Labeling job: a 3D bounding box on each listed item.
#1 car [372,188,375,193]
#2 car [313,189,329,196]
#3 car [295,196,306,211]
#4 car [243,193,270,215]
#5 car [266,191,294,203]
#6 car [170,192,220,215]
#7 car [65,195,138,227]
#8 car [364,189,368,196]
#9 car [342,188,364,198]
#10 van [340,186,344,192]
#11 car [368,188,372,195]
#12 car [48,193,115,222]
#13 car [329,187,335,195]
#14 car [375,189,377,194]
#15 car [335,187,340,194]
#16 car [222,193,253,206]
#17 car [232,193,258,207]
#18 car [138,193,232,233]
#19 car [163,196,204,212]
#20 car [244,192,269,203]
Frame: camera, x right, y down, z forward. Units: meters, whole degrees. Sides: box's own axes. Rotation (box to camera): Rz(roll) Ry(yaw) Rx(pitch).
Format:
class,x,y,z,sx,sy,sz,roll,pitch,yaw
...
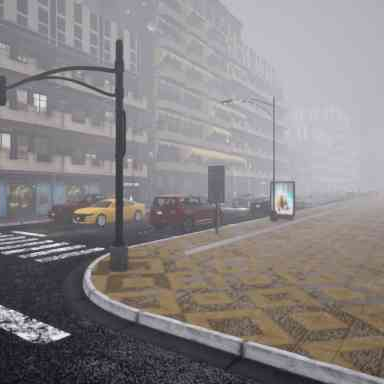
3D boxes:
class,x,y,z,sx,sy,sz,roll,pitch,yaw
car,37.927,-0.009,72.314,1.887,1.381,4.507,1,2,35
car,27.838,-0.021,72.498,1.967,1.590,4.097,2,2,35
car,9.350,0.967,31.378,1.947,1.339,4.313,1,2,35
car,6.175,1.071,26.829,1.947,1.339,4.313,1,2,35
car,12.082,0.635,45.340,2.128,1.511,4.902,0,1,35
car,0.337,0.882,28.604,2.097,1.767,4.553,0,1,35
car,-5.049,1.183,20.883,1.882,1.535,5.008,0,1,34
car,31.577,0.100,63.214,1.967,1.590,4.097,1,2,35
car,28.402,0.311,58.669,1.887,1.381,4.507,1,2,35
van,37.363,-0.442,86.138,1.690,1.788,3.998,2,2,35
car,34.752,0.098,67.765,1.887,1.381,4.507,1,2,35
car,-7.079,1.014,22.472,2.192,1.841,5.009,1,2,35
car,31.012,-0.023,77.049,1.887,1.381,4.507,2,2,35
car,44.277,-0.218,81.411,2.008,1.369,4.403,1,2,35
car,34.188,-0.235,81.593,1.967,1.590,4.097,2,2,35
car,5.617,0.832,40.669,2.008,1.369,4.403,1,2,35
car,6.077,0.846,36.815,1.837,1.490,4.892,0,1,35
car,-0.174,1.028,17.726,2.192,1.841,5.009,1,2,35
car,-0.732,1.073,31.575,1.802,1.307,4.206,1,2,35
car,8.791,0.758,45.217,1.802,1.307,4.206,1,2,35
